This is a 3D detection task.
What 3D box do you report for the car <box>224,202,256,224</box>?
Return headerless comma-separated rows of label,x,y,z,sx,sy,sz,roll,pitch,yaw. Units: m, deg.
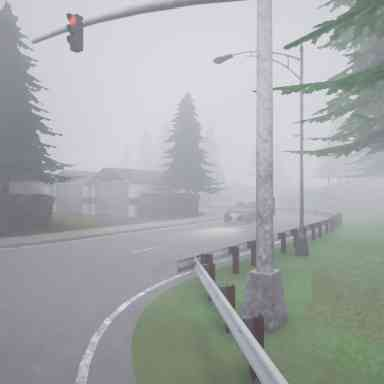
car,3.930,1.474,24.540,2.128,1.511,4.902,0,0,27
